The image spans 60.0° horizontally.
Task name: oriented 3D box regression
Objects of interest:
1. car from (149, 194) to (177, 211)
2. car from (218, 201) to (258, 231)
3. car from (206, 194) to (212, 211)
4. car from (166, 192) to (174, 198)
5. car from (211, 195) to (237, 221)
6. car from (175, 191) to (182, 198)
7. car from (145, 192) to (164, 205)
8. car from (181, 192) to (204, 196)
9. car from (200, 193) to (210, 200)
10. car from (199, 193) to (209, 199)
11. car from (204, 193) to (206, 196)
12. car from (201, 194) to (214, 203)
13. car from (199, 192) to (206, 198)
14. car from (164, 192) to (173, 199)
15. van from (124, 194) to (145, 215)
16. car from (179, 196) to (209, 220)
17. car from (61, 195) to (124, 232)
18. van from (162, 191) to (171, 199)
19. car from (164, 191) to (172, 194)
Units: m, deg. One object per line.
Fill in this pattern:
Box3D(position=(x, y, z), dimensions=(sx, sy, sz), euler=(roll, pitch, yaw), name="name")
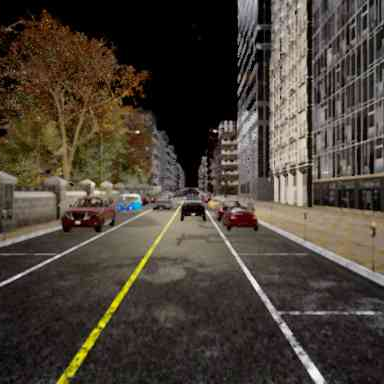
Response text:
Box3D(position=(-3.114, 1.261, 36.207), dimensions=(2.033, 1.411, 5.357), euler=(0, 0, 0), name="car")
Box3D(position=(2.690, 1.435, 19.016), dimensions=(1.802, 1.307, 4.206), euler=(1, 0, 0), name="car")
Box3D(position=(2.684, 1.240, 36.038), dimensions=(1.752, 1.417, 4.829), euler=(1, 0, 0), name="car")
Box3D(position=(-5.715, 0.783, 86.266), dimensions=(1.752, 1.417, 4.829), euler=(1, 1, 0), name="car")
Box3D(position=(2.689, 1.248, 24.632), dimensions=(1.967, 1.590, 4.097), euler=(1, 0, 0), name="car")
Box3D(position=(-3.031, 0.552, 77.485), dimensions=(2.097, 1.767, 4.553), euler=(0, 1, 0), name="car")
Box3D(position=(-5.698, 0.936, 47.138), dimensions=(2.192, 1.841, 5.009), euler=(1, 0, 0), name="car")
Box3D(position=(0.085, 1.025, 41.000), dimensions=(2.097, 1.767, 4.553), euler=(0, 0, 0), name="car")
Box3D(position=(2.671, 0.961, 69.572), dimensions=(1.887, 1.381, 4.507), euler=(1, 1, 0), name="car")
Box3D(position=(2.669, 0.908, 75.189), dimensions=(1.887, 1.381, 4.507), euler=(1, 1, 0), name="car")
Box3D(position=(2.681, 1.062, 47.102), dimensions=(1.967, 1.590, 4.097), euler=(1, 1, 0), name="car")
Box3D(position=(2.675, 1.066, 58.337), dimensions=(1.887, 1.381, 4.507), euler=(1, 1, 0), name="car")
Box3D(position=(2.665, 0.780, 86.592), dimensions=(1.752, 1.417, 4.829), euler=(1, 1, 0), name="car")
Box3D(position=(-5.712, 0.750, 80.821), dimensions=(1.967, 1.590, 4.097), euler=(1, 1, 0), name="car")
Box3D(position=(-5.692, 1.103, 30.297), dimensions=(1.690, 1.788, 3.998), euler=(1, 0, 0), name="van")
Box3D(position=(0.089, 1.303, 25.780), dimensions=(1.837, 1.490, 4.892), euler=(0, 0, 0), name="car")
Box3D(position=(-5.688, 1.168, 19.070), dimensions=(2.192, 1.841, 5.009), euler=(1, 0, 0), name="car")
Box3D(position=(-5.709, 0.704, 75.206), dimensions=(1.690, 1.788, 3.998), euler=(1, 1, 0), name="van")
Box3D(position=(-5.709, 0.943, 69.425), dimensions=(1.752, 1.417, 4.829), euler=(1, 1, 0), name="car")
